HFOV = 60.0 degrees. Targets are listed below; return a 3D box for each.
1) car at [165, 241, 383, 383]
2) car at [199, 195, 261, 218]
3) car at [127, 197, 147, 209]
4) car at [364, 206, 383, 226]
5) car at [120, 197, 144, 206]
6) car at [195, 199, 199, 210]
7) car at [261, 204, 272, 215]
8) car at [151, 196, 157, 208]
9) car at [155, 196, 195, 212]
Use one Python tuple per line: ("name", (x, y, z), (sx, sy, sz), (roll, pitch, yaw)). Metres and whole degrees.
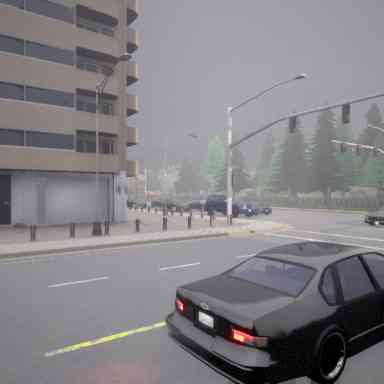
("car", (2.217, 1.547, 5.361), (5.357, 1.411, 2.033), (0, 0, -35))
("car", (3.488, 1.277, 31.624), (2.150, 2.045, 5.566), (0, 0, -36))
("car", (-8.185, 1.560, 47.846), (1.837, 1.490, 4.892), (0, 0, -36))
("car", (13.741, 1.568, 22.365), (5.357, 1.411, 2.033), (0, 0, -35))
("car", (-10.339, 1.603, 56.893), (2.033, 1.411, 5.357), (0, 0, -35))
("car", (1.077, 1.581, 40.976), (1.812, 1.442, 4.674), (0, 0, -36))
("car", (6.110, 1.619, 33.974), (1.994, 1.385, 4.181), (0, 0, -36))
("car", (-4.164, 1.407, 48.252), (2.097, 1.767, 4.553), (0, 0, -36))
("car", (-2.106, 1.560, 39.393), (1.837, 1.490, 4.892), (0, 0, -36))
